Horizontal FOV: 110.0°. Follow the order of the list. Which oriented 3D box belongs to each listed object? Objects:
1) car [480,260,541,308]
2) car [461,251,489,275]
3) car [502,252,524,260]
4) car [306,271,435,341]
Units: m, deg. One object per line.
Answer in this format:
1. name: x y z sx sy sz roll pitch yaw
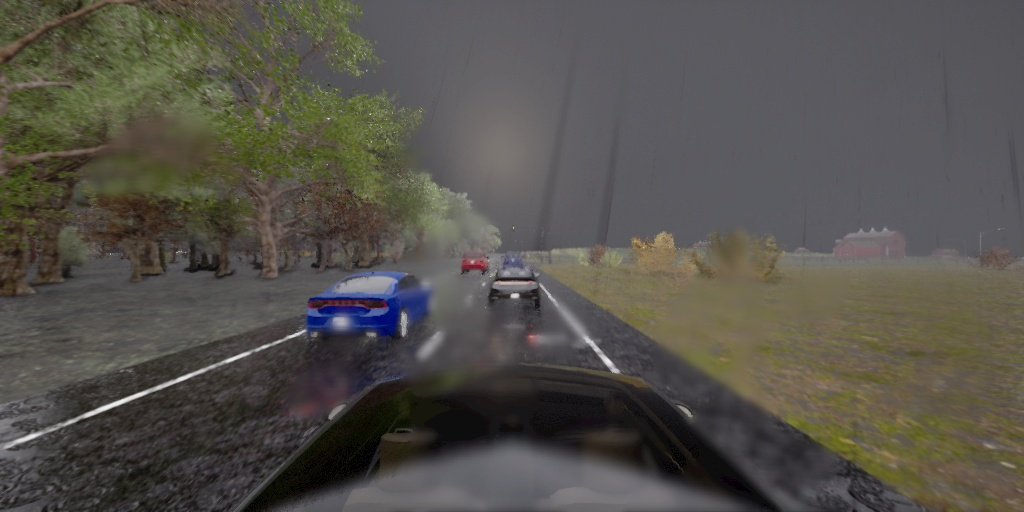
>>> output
1. car: 0.101 1.095 14.330 2.128 1.511 4.902 0 1 0
2. car: -3.393 0.601 33.343 2.150 2.045 5.566 0 1 0
3. car: 0.106 0.528 39.390 2.150 2.045 5.566 0 1 0
4. car: -3.398 1.137 9.612 1.882 1.535 5.008 0 1 0
